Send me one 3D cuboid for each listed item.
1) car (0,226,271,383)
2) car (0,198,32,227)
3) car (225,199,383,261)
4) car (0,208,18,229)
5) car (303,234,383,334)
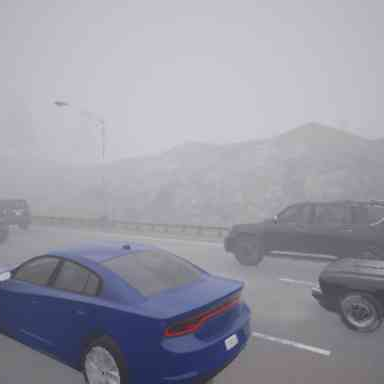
[{"bbox_3d":[-1.576,1.514,5.108,5.008,1.535,1.882,-1,0,36],"label":"car"},{"bbox_3d":[-12.636,1.425,21.578,5.566,2.045,2.150,-1,0,35],"label":"car"},{"bbox_3d":[3.711,1.243,9.936,5.566,2.045,2.150,-1,0,36],"label":"car"},{"bbox_3d":[-10.584,1.664,15.822,4.892,1.490,1.837,-1,0,35],"label":"car"},{"bbox_3d":[4.427,1.593,5.126,4.718,1.301,1.895,-1,0,36],"label":"car"}]
